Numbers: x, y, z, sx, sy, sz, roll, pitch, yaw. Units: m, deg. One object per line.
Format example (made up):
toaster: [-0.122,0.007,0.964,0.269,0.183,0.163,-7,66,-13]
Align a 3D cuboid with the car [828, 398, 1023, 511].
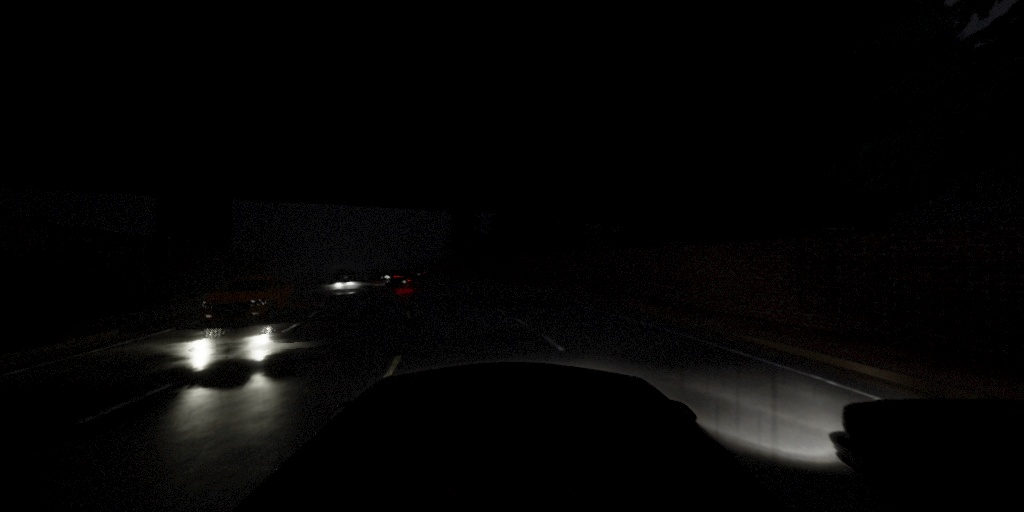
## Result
car: [3.584,1.237,0.524,2.033,1.411,5.357,-1,-1,1]

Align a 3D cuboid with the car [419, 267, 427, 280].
car: [-11.021,1.978,40.747,1.994,1.385,4.181,0,-1,-27]

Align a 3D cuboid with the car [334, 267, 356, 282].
car: [-18.161,1.970,38.956,2.128,1.511,4.902,0,-1,-27]

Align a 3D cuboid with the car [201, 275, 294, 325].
car: [-9.710,1.507,13.545,1.882,1.535,5.008,0,-1,-21]

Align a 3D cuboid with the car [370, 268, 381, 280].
car: [-15.199,2.074,41.254,1.895,1.301,4.718,0,-1,-27]

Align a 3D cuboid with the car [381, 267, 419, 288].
car: [-9.285,1.747,29.520,1.837,1.490,4.892,0,-1,-26]
